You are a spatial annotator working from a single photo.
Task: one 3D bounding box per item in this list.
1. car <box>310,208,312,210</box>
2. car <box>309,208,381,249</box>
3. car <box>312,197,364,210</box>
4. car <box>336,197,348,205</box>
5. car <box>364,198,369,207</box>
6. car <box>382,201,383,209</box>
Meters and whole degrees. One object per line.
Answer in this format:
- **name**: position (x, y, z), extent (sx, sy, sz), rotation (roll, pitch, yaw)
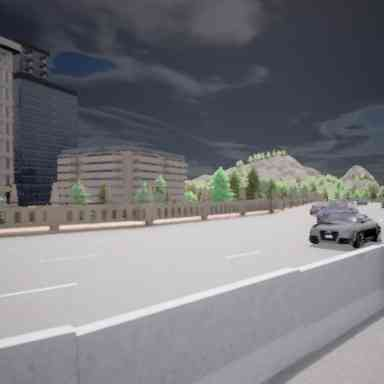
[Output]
- **car**: position (13.484, 1.715, 34.234), extent (1.812, 1.442, 4.674), rotation (0, 0, 32)
- **car**: position (6.974, 1.631, 15.021), extent (1.994, 1.385, 4.181), rotation (0, 0, 44)
- **car**: position (10.887, 1.474, 24.643), extent (2.097, 1.767, 4.553), rotation (-1, -1, 38)
- **car**: position (31.864, 1.846, 70.476), extent (2.128, 1.511, 4.902), rotation (-1, 0, 26)
- **car**: position (30.682, 1.816, 59.982), extent (1.837, 1.490, 4.892), rotation (0, 0, 26)
- **car**: position (29.449, 1.800, 49.482), extent (1.994, 1.385, 4.181), rotation (-1, 0, 26)
